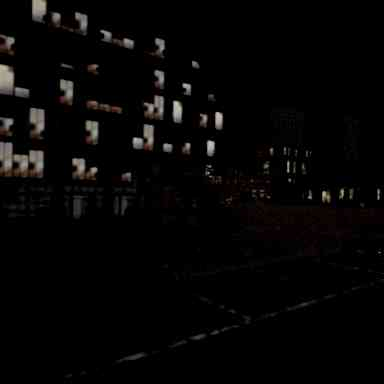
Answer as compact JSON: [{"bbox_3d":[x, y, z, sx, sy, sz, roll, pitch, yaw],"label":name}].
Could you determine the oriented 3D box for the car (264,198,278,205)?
[{"bbox_3d":[17.316,1.921,71.454,1.967,1.590,4.097,1,-1,-35],"label":"car"}]

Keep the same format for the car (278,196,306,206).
[{"bbox_3d":[20.506,1.769,66.911,2.192,1.841,5.009,1,-1,-35],"label":"car"}]

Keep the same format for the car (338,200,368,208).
[{"bbox_3d":[27.508,1.978,56.877,1.802,1.307,4.206,1,-1,-35],"label":"car"}]

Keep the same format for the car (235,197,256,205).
[{"bbox_3d":[11.304,1.839,70.057,2.128,1.511,4.902,1,-1,-35],"label":"car"}]

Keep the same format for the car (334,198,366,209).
[{"bbox_3d":[22.928,1.661,48.326,1.967,1.590,4.097,1,-1,-35],"label":"car"}]

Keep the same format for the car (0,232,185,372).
[{"bbox_3d":[-2.190,1.445,4.943,4.097,1.590,1.967,0,1,-35],"label":"car"}]

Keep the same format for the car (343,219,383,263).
[{"bbox_3d":[7.001,1.594,11.501,4.507,1.381,1.887,0,1,-35],"label":"car"}]

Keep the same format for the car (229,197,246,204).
[{"bbox_3d":[10.953,1.974,80.549,1.967,1.590,4.097,1,-1,-35],"label":"car"}]

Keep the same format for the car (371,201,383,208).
[{"bbox_3d":[30.630,1.936,52.373,1.947,1.339,4.313,1,-1,-35],"label":"car"}]
